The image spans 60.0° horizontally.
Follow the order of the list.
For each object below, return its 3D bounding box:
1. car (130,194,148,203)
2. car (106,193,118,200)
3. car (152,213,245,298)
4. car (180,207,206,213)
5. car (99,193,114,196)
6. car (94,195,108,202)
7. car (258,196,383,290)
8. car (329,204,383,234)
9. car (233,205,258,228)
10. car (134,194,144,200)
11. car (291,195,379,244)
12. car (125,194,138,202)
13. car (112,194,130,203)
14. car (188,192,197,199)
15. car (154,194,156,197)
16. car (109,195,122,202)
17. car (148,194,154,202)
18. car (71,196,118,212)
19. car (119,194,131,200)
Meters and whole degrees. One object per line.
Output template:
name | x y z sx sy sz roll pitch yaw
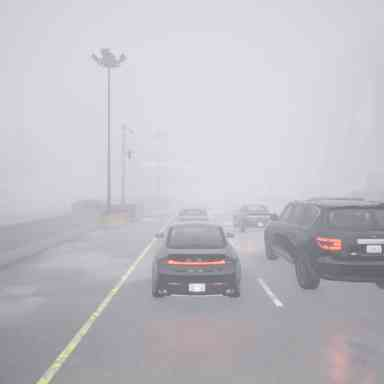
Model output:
car | -10.592 1.485 66.607 1.812 1.442 4.674 0 0 0
car | -20.966 1.168 87.061 2.097 1.767 4.553 0 1 0
car | 0.084 1.505 8.519 1.837 1.490 4.892 0 0 0
car | 0.064 1.547 18.682 2.033 1.411 5.357 0 0 0
car | -17.592 1.311 66.660 2.097 1.767 4.553 0 0 0
car | -21.032 1.467 76.763 1.994 1.385 4.181 0 0 0
car | 3.584 1.221 9.261 2.150 2.045 5.566 0 0 0
car | 10.566 1.547 20.561 2.033 1.411 5.357 0 0 0
car | 3.567 1.491 19.820 2.128 1.511 4.902 0 0 0
car | -13.965 1.309 87.266 1.837 1.490 4.892 0 1 0
car | 7.063 1.221 17.260 2.150 2.045 5.566 0 0 0
car | -14.031 1.268 76.868 2.097 1.767 4.553 0 0 0
car | -14.092 1.523 66.619 1.994 1.385 4.181 0 0 0
car | 0.088 0.917 95.549 2.150 2.045 5.566 0 1 0
car | -10.464 1.285 87.439 1.882 1.535 5.008 0 1 0
car | -17.533 1.468 76.521 1.994 1.385 4.181 0 0 0
car | -10.530 1.389 77.009 1.882 1.535 5.008 0 0 0
car | -11.173 1.510 37.773 4.892 1.490 1.837 0 0 -12
car | -17.467 1.355 86.879 2.033 1.411 5.357 0 1 0
